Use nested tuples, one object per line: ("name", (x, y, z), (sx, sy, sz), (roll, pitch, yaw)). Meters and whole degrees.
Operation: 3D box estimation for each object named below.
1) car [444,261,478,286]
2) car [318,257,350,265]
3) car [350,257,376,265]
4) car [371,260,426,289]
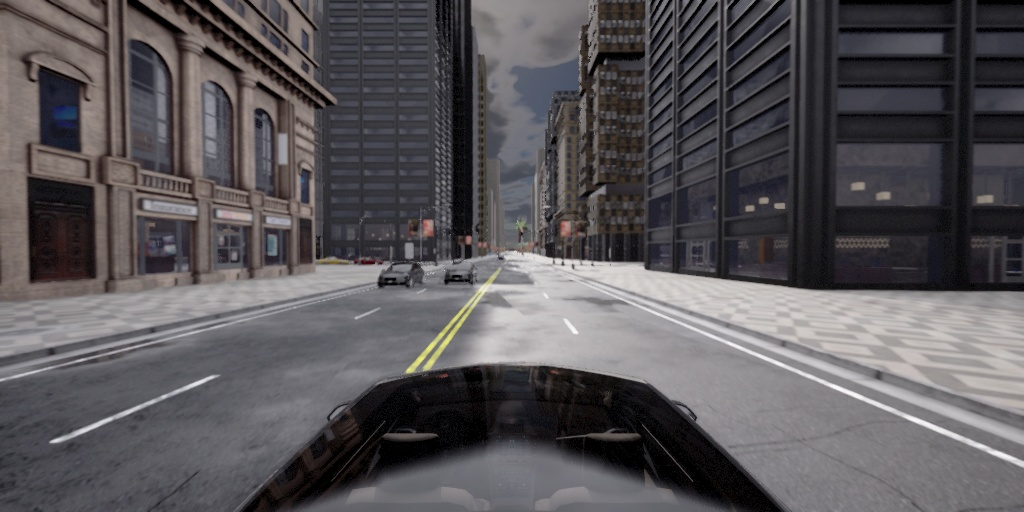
("car", (-3.346, 1.129, 24.178), (1.837, 1.490, 4.892), (0, 0, 0))
("car", (-28.239, 0.775, 57.174), (4.829, 1.417, 1.751), (0, 0, 0))
("car", (-22.784, 0.840, 57.206), (4.507, 1.381, 1.888), (0, 0, 0))
("car", (-6.598, 1.142, 21.851), (1.837, 1.490, 4.892), (0, 0, 0))
